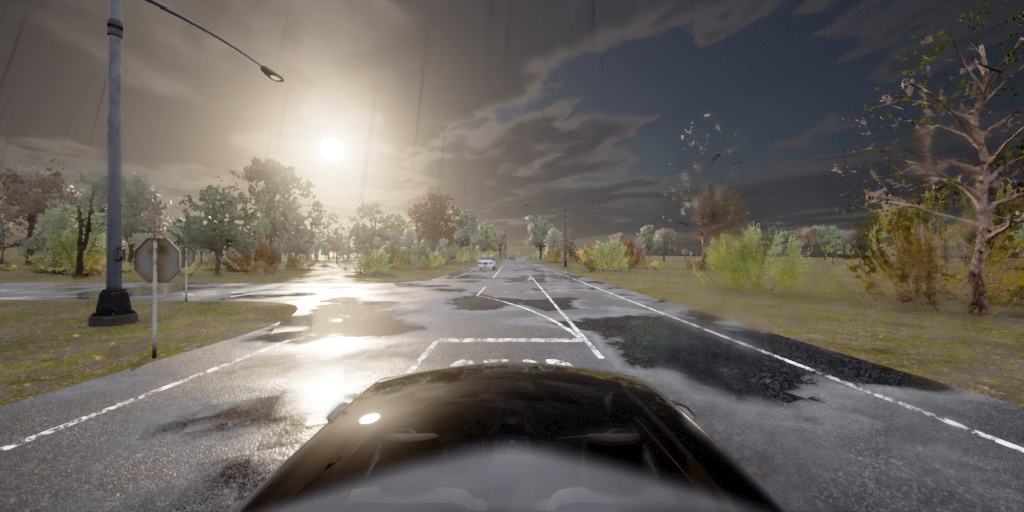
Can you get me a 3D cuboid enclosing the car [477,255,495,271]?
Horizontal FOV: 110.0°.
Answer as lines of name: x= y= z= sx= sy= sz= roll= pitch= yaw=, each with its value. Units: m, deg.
car: x=-3.465 y=0.935 z=49.202 sx=2.150 sy=2.045 sz=5.566 roll=0 pitch=0 yaw=0
